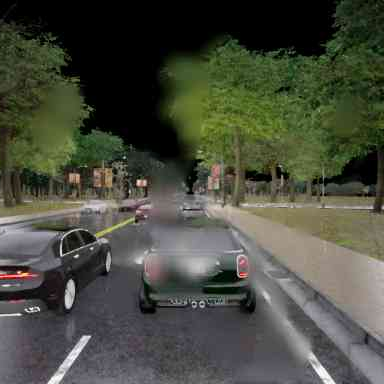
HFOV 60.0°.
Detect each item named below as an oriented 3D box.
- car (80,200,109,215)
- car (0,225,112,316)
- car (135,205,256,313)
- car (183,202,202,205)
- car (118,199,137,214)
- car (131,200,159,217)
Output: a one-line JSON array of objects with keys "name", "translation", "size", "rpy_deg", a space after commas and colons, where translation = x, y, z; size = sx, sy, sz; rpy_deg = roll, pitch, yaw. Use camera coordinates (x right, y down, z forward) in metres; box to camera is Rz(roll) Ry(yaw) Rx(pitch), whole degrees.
[{"name": "car", "translation": [-9.902, 1.545, 34.079], "size": [1.812, 1.442, 4.674], "rpy_deg": [0, 0, 0]}, {"name": "car", "translation": [-3.162, 1.505, 7.545], "size": [1.837, 1.490, 4.892], "rpy_deg": [0, 0, 0]}, {"name": "car", "translation": [0.089, 1.352, 7.818], "size": [2.097, 1.767, 4.553], "rpy_deg": [0, 0, 0]}, {"name": "car", "translation": [0.057, 1.499, 24.216], "size": [2.128, 1.511, 4.902], "rpy_deg": [0, 0, 0]}, {"name": "car", "translation": [-6.653, 1.500, 35.973], "size": [1.882, 1.535, 5.008], "rpy_deg": [0, 0, 0]}, {"name": "car", "translation": [-3.192, 1.535, 25.435], "size": [1.812, 1.442, 4.674], "rpy_deg": [0, 0, 0]}]
